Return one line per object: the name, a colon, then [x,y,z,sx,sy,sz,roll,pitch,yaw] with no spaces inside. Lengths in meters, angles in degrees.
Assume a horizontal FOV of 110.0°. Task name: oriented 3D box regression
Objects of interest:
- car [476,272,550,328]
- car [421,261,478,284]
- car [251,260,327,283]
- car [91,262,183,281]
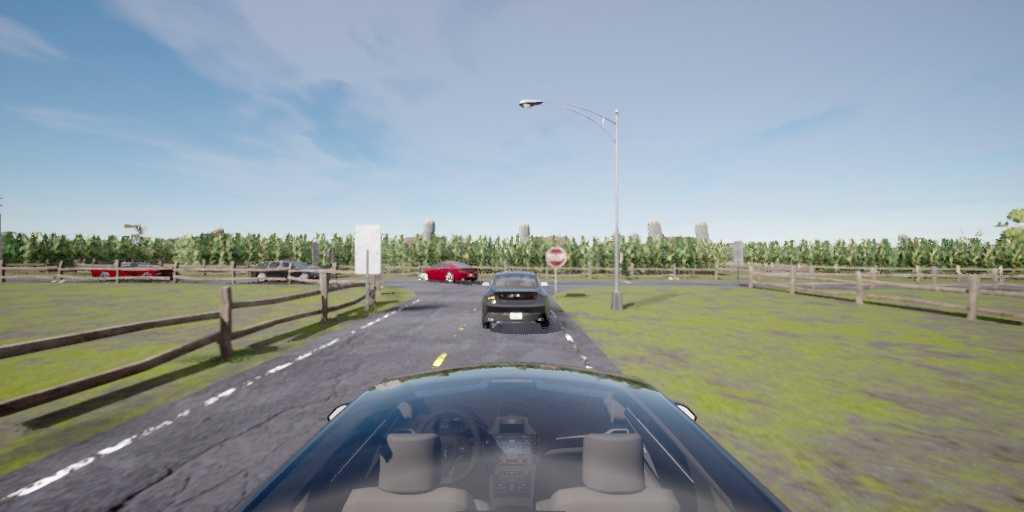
car: [0.101,1.230,11.276,1.837,1.490,4.892,0,0,0]
car: [-4.551,1.128,25.525,5.008,1.535,1.882,0,-2,43]
car: [-15.516,1.069,25.152,4.892,1.490,1.837,0,-1,0]
car: [-26.236,1.094,25.211,4.718,1.301,1.895,0,-1,0]
